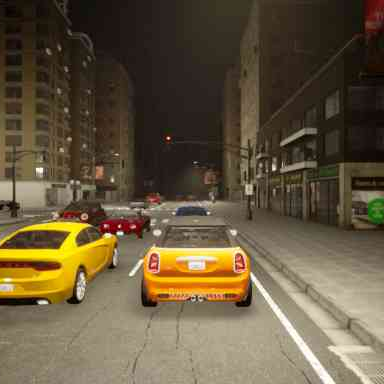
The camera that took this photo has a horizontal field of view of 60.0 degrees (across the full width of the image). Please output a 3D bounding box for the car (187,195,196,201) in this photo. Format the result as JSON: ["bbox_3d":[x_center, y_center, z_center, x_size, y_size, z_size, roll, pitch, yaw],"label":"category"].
[{"bbox_3d":[-0.177,1.399,80.741,2.097,1.767,4.553,0,0,0],"label":"car"}]

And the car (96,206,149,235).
[{"bbox_3d":[-3.288,1.603,17.404,1.895,1.301,4.718,0,0,0],"label":"car"}]

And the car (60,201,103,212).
[{"bbox_3d":[-6.646,1.355,20.006,2.097,1.767,4.553,0,0,0],"label":"car"}]

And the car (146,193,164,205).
[{"bbox_3d":[-6.701,1.246,58.285,2.150,2.045,5.566,0,0,0],"label":"car"}]

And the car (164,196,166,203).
[{"bbox_3d":[-6.658,1.562,71.762,2.128,1.511,4.902,0,0,0],"label":"car"}]

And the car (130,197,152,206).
[{"bbox_3d":[-6.694,1.615,42.616,1.895,1.301,4.718,0,0,0],"label":"car"}]

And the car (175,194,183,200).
[{"bbox_3d":[-3.450,1.421,90.768,1.882,1.535,5.008,0,0,0],"label":"car"}]

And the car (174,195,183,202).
[{"bbox_3d":[-3.426,1.543,80.347,1.837,1.490,4.892,0,0,0],"label":"car"}]

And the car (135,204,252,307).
[{"bbox_3d":[0.082,1.353,8.140,2.097,1.767,4.553,0,0,0],"label":"car"}]

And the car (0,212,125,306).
[{"bbox_3d":[-3.167,1.478,8.148,1.882,1.535,5.008,0,0,0],"label":"car"}]

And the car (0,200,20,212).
[{"bbox_3d":[-22.233,1.597,38.484,4.313,1.339,1.947,0,0,0],"label":"car"}]
